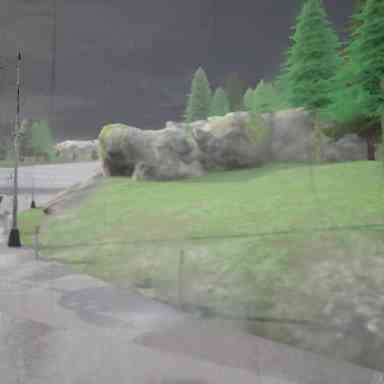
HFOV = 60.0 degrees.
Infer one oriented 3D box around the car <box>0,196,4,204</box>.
[{"bbox_3d":[-20.863,0.662,33.821,1.895,1.301,4.718,2,1,-10],"label":"car"}]
